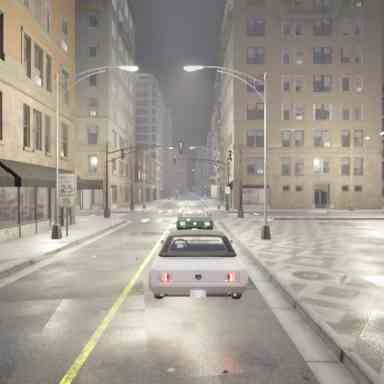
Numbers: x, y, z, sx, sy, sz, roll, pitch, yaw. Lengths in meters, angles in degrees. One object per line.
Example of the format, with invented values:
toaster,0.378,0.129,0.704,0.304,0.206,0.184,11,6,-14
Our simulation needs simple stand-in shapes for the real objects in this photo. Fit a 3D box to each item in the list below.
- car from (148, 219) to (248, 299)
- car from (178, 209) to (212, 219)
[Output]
car,0.121,1.600,8.390,1.895,1.301,4.718,0,0,0
car,0.146,1.600,18.625,1.895,1.301,4.718,0,0,0
